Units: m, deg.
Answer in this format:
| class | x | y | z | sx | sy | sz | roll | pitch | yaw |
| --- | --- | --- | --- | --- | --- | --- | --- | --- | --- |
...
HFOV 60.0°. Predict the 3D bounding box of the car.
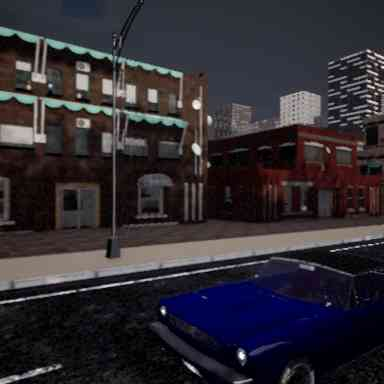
| class | x | y | z | sx | sy | sz | roll | pitch | yaw |
| --- | --- | --- | --- | --- | --- | --- | --- | --- | --- |
| car | 1.791 | 1.658 | 4.959 | 4.718 | 1.301 | 1.895 | 1 | -1 | -35 |
